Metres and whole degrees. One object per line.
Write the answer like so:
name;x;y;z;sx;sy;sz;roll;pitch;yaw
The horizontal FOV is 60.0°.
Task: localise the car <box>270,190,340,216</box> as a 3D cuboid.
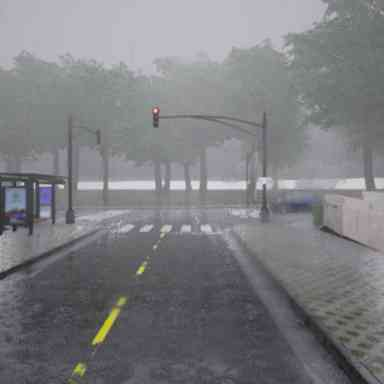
car;7.798;0.660;22.950;4.553;1.767;2.097;-1;0;0
